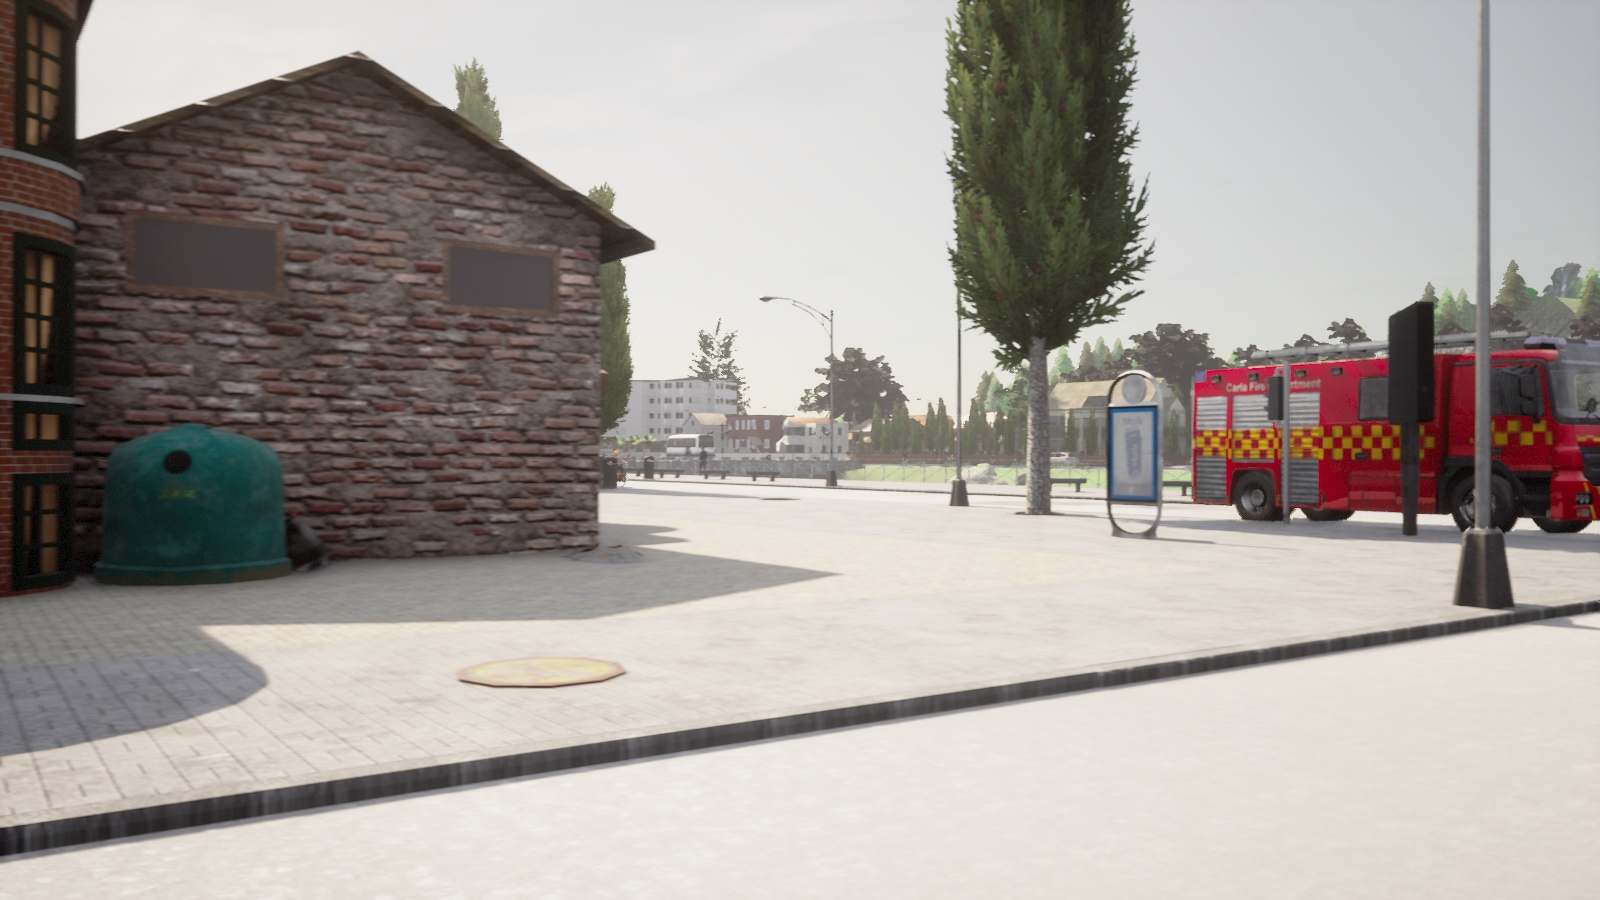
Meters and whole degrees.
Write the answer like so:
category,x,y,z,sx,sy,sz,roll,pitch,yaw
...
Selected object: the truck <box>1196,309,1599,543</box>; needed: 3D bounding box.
category,x,y,z,sx,sy,sz,roll,pitch,yaw
truck,12.146,-0.384,24.977,2.891,3.827,8.468,0,0,-29
